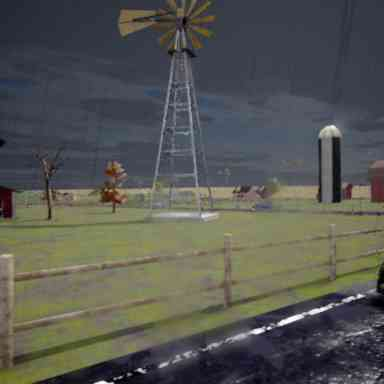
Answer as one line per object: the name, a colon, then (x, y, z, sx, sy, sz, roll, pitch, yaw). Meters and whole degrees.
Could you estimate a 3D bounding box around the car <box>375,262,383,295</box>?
car: (5.855, 1.589, 7.250, 4.181, 1.385, 1.994, 0, 0, -36)

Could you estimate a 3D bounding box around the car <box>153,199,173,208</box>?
car: (-6.594, 2.591, 75.143, 2.150, 2.045, 5.566, -1, -1, -40)

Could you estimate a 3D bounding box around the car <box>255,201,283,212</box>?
car: (12.242, 2.235, 53.470, 1.882, 1.535, 5.008, -1, -1, -42)
